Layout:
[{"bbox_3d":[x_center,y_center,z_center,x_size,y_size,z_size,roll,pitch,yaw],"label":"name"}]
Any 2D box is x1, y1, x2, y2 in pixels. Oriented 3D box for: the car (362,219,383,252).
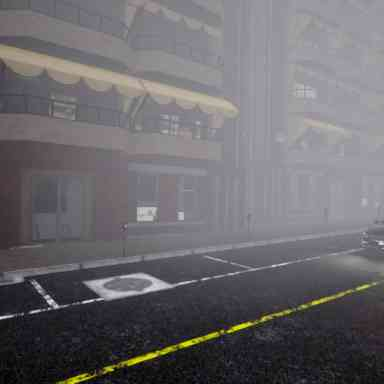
[{"bbox_3d":[8.465,1.514,12.819,4.892,1.490,1.837,0,0,-35],"label":"car"}]
